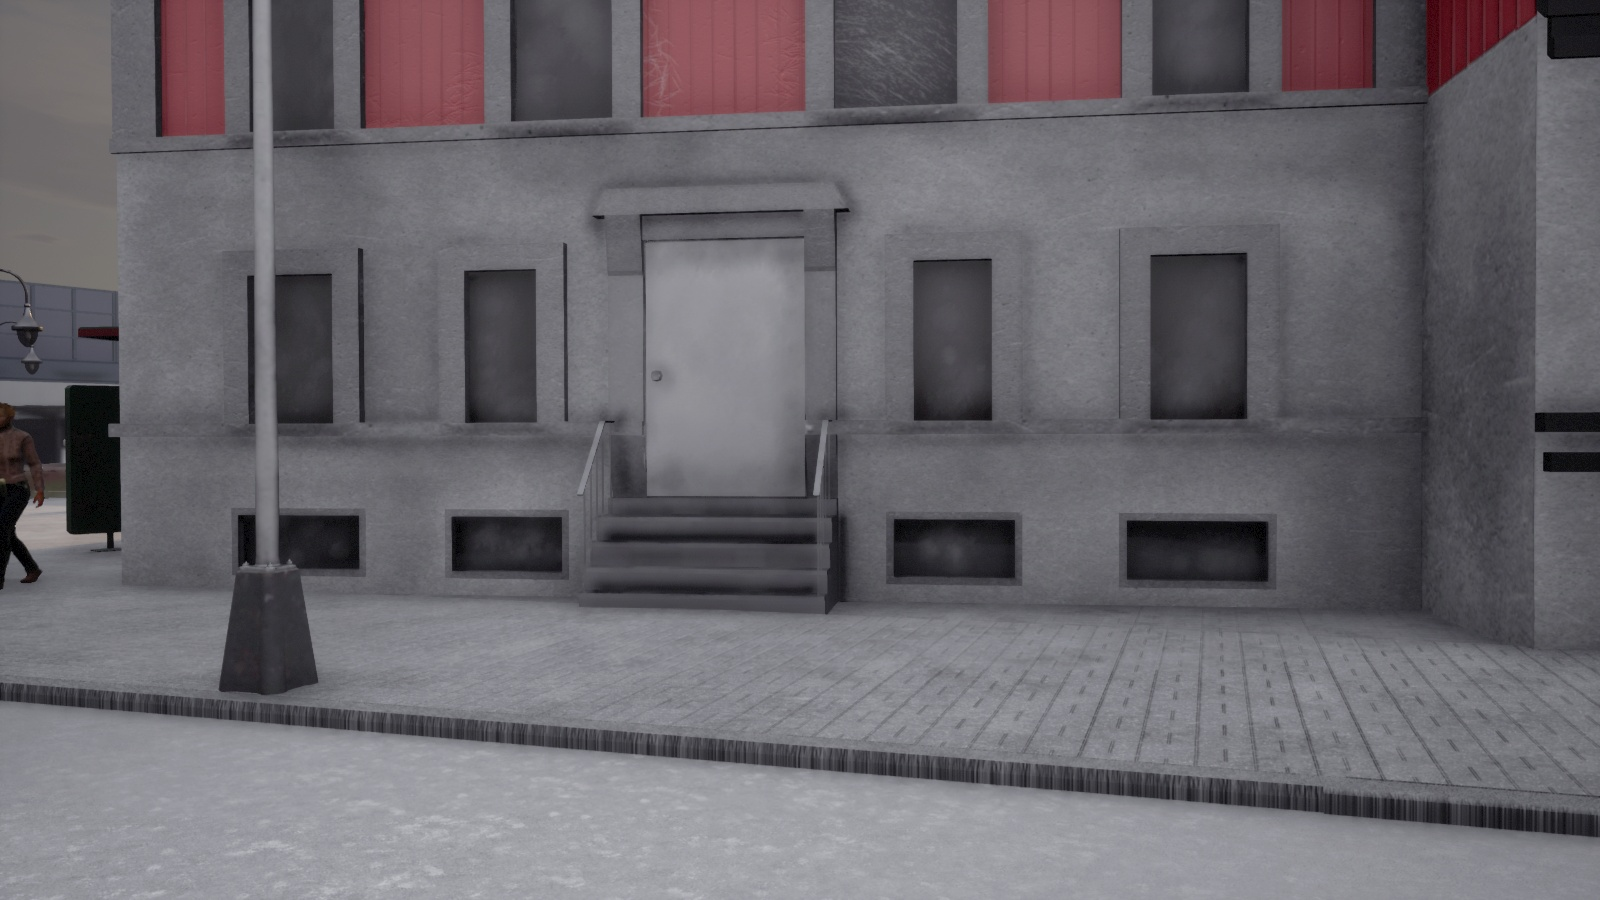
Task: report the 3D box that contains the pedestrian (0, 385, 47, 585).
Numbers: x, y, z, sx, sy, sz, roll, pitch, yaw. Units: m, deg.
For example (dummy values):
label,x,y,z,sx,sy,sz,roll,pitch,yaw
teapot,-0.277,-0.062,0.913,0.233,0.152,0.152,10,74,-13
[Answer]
label,x,y,z,sx,sy,sz,roll,pitch,yaw
pedestrian,-7.486,0.318,11.896,0.331,1.846,0.634,0,1,-1
